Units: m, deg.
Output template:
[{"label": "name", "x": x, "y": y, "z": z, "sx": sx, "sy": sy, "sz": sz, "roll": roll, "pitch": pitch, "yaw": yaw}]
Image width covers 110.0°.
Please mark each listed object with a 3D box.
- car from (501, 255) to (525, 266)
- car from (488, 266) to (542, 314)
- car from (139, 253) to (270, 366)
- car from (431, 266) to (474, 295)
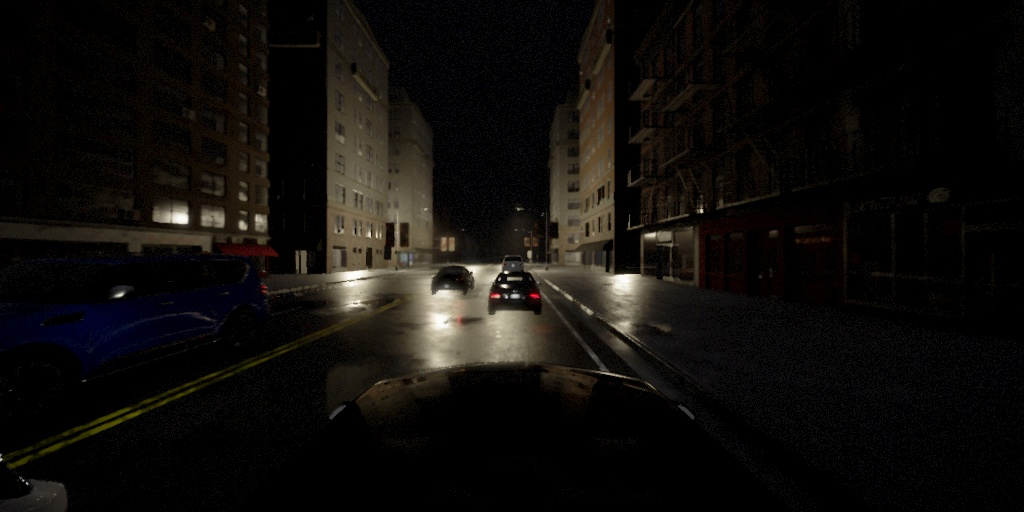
[{"label": "car", "x": 0.100, "y": 0.936, "z": 36.267, "sx": 2.150, "sy": 2.045, "sz": 5.566, "roll": 0, "pitch": 0, "yaw": 0}, {"label": "car", "x": 0.101, "y": 1.283, "z": 13.555, "sx": 2.033, "sy": 1.411, "sz": 5.357, "roll": 0, "pitch": 0, "yaw": 0}, {"label": "car", "x": -6.602, "y": 0.967, "z": 5.866, "sx": 2.150, "sy": 2.045, "sz": 5.566, "roll": 0, "pitch": 0, "yaw": 0}, {"label": "car", "x": -3.149, "y": 1.255, "z": 19.590, "sx": 1.812, "sy": 1.442, "sz": 4.674, "roll": 0, "pitch": 0, "yaw": 0}]
